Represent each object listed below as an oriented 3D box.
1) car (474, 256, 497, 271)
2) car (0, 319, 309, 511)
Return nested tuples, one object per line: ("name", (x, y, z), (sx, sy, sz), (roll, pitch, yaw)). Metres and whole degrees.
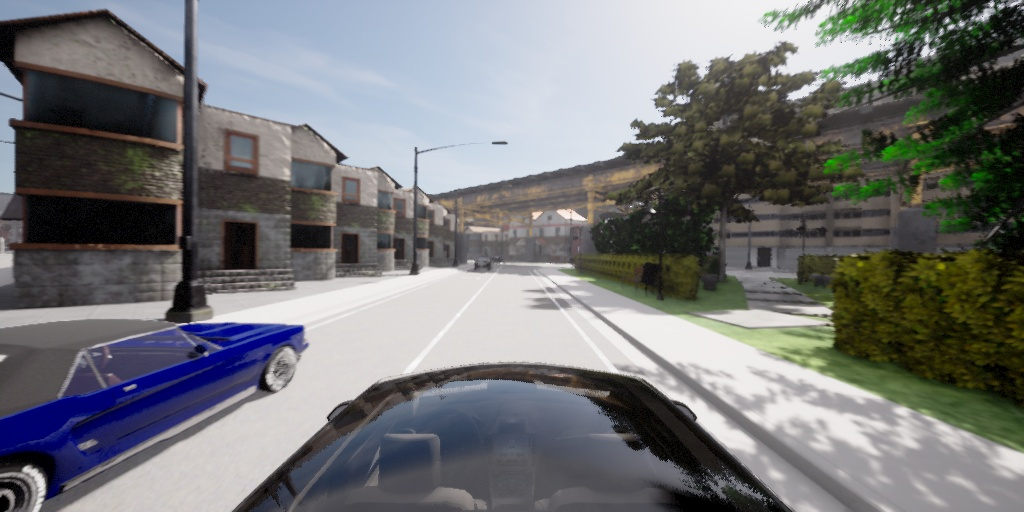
("car", (-3.280, 0.907, 41.943), (2.128, 1.511, 4.902), (1, 0, 1))
("car", (-4.186, 1.294, 3.604), (1.895, 1.301, 4.718), (1, 0, 0))
